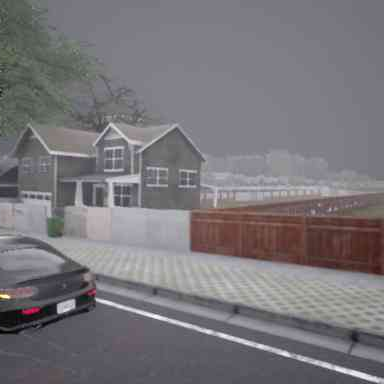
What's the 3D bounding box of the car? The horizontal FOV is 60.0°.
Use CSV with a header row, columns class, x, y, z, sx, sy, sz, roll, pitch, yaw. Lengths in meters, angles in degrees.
class,x,y,z,sx,sy,sz,roll,pitch,yaw
car,-3.787,1.545,6.243,4.674,1.442,1.812,0,0,34
